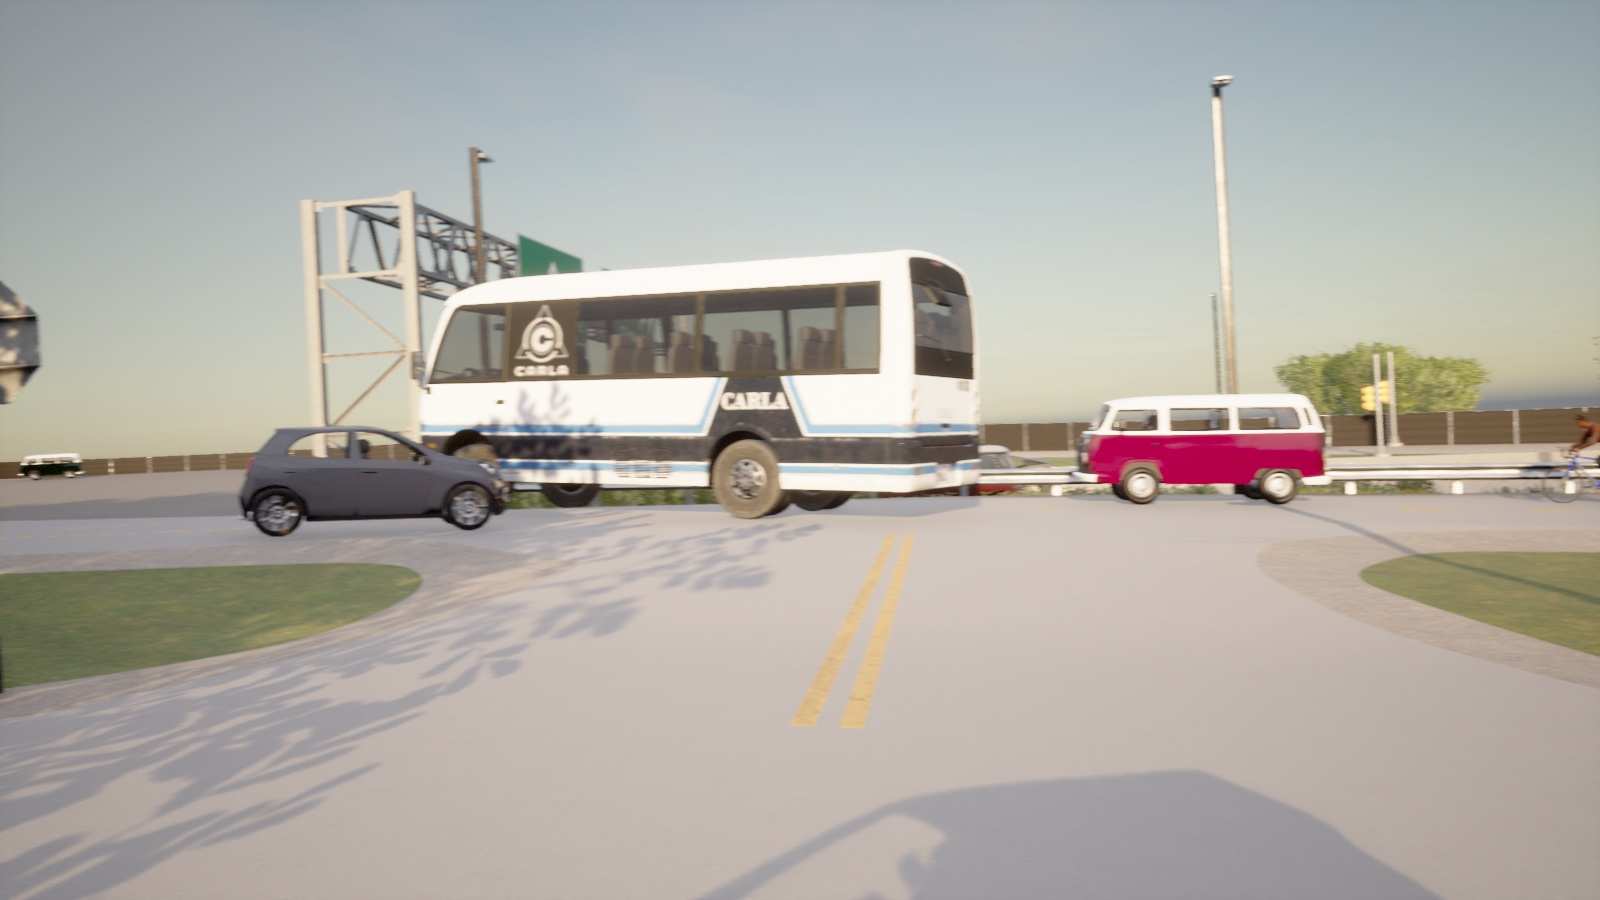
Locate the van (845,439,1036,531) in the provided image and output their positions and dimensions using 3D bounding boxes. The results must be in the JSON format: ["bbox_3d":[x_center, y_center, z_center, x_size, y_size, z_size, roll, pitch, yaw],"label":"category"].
[{"bbox_3d":[3.459,0.842,30.864,4.442,1.987,1.775,-3,1,9],"label":"van"}]

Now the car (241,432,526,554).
[{"bbox_3d":[-5.928,0.561,17.936,3.633,1.501,1.845,-2,0,-22],"label":"car"}]

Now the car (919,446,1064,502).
[{"bbox_3d":[6.242,0.764,41.054,4.514,1.525,2.007,-3,1,9],"label":"car"}]

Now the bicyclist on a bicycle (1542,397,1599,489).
[{"bbox_3d":[14.325,-0.141,22.496,1.656,1.620,0.582,-2,1,17],"label":"bicyclist on a bicycle"}]

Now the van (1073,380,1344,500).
[{"bbox_3d":[7.586,-0.189,23.732,4.480,2.038,2.069,-2,1,6],"label":"van"}]

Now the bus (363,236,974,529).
[{"bbox_3d":[-2.498,-0.982,22.379,10.273,4.253,3.944,-1,1,28],"label":"bus"}]
